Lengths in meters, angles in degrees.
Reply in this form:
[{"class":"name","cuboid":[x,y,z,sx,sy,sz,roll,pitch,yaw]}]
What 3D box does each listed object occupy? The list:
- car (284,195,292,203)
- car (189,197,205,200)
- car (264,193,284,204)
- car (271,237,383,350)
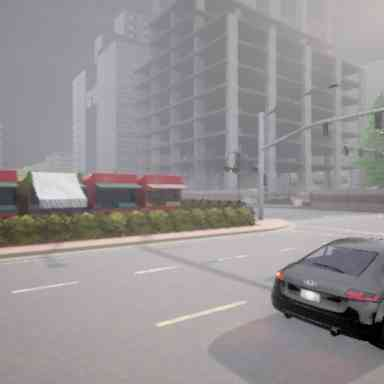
[{"class":"car","cuboid":[16.375,1.091,61.514,1.905,1.878,3.866,0,0,-36]},{"class":"car","cuboid":[0.834,1.424,43.556,2.128,1.511,4.902,0,0,-36]},{"class":"car","cuboid":[13.982,1.092,59.802,1.905,1.878,3.866,0,0,-36]},{"class":"car","cuboid":[3.465,1.561,6.261,4.181,1.385,1.994,0,0,-35]}]
